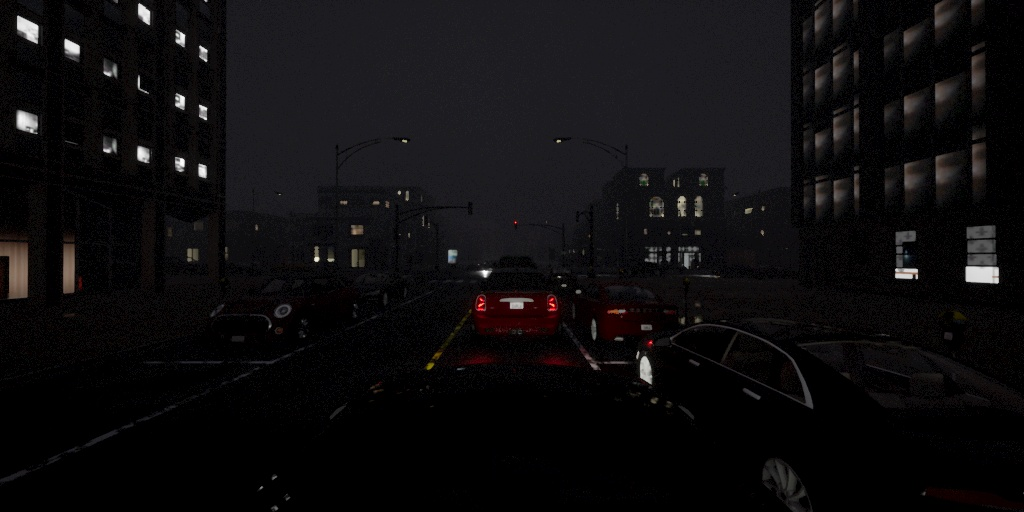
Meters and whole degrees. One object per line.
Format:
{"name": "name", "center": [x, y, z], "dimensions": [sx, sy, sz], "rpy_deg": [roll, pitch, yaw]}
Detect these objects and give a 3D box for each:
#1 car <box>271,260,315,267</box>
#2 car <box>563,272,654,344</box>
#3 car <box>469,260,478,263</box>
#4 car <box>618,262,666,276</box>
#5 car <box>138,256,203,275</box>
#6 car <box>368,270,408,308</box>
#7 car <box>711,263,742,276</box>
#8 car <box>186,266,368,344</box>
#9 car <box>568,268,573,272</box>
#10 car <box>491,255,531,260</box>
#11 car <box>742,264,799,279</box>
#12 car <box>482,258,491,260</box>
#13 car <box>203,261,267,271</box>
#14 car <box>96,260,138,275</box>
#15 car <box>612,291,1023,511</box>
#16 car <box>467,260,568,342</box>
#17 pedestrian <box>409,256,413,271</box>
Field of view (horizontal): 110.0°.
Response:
{"name": "car", "center": [-25.425, 1.194, 41.601], "dimensions": [4.829, 1.417, 1.751], "rpy_deg": [0, 0, 1]}
{"name": "car", "center": [2.696, 1.295, 9.410], "dimensions": [1.888, 1.381, 4.507], "rpy_deg": [0, 0, 0]}
{"name": "car", "center": [-5.652, 1.333, 53.204], "dimensions": [1.802, 1.307, 4.207], "rpy_deg": [0, 0, 0]}
{"name": "car", "center": [13.813, 1.336, 38.372], "dimensions": [4.892, 1.490, 1.837], "rpy_deg": [0, 0, 1]}
{"name": "car", "center": [-30.928, 0.915, 33.308], "dimensions": [5.009, 1.841, 2.192], "rpy_deg": [0, 0, 1]}
{"name": "car", "center": [-5.681, 1.300, 15.126], "dimensions": [2.007, 1.370, 4.403], "rpy_deg": [0, 0, 0]}
{"name": "car", "center": [23.659, 1.443, 38.214], "dimensions": [4.181, 1.385, 1.994], "rpy_deg": [0, 0, 2]}
{"name": "car", "center": [-5.685, 1.190, 9.434], "dimensions": [1.967, 1.591, 4.097], "rpy_deg": [0, 0, 0]}
{"name": "car", "center": [2.705, 1.301, 20.794], "dimensions": [2.007, 1.370, 4.403], "rpy_deg": [0, 0, 0]}
{"name": "car", "center": [0.134, 0.972, 20.112], "dimensions": [2.150, 2.045, 5.566], "rpy_deg": [0, 0, -1]}
{"name": "car", "center": [23.665, 1.430, 32.392], "dimensions": [4.207, 1.307, 1.802], "rpy_deg": [0, 0, 1]}
{"name": "car", "center": [-3.036, 1.352, 52.058], "dimensions": [1.895, 1.301, 4.718], "rpy_deg": [0, 0, 0]}
{"name": "car", "center": [-25.392, 1.174, 33.219], "dimensions": [4.403, 1.370, 2.007], "rpy_deg": [0, 0, 1]}
{"name": "car", "center": [-36.465, 1.128, 33.397], "dimensions": [4.403, 1.370, 2.007], "rpy_deg": [0, 0, 1]}
{"name": "car", "center": [2.692, 1.300, 3.719], "dimensions": [2.007, 1.370, 4.403], "rpy_deg": [0, 0, 0]}
{"name": "car", "center": [0.105, 1.102, 9.958], "dimensions": [2.097, 1.767, 4.553], "rpy_deg": [0, 0, 0]}
{"name": "pedestrian", "center": [-12.520, 0.881, 44.343], "dimensions": [0.375, 1.860, 0.375], "rpy_deg": [0, -1, 1]}
